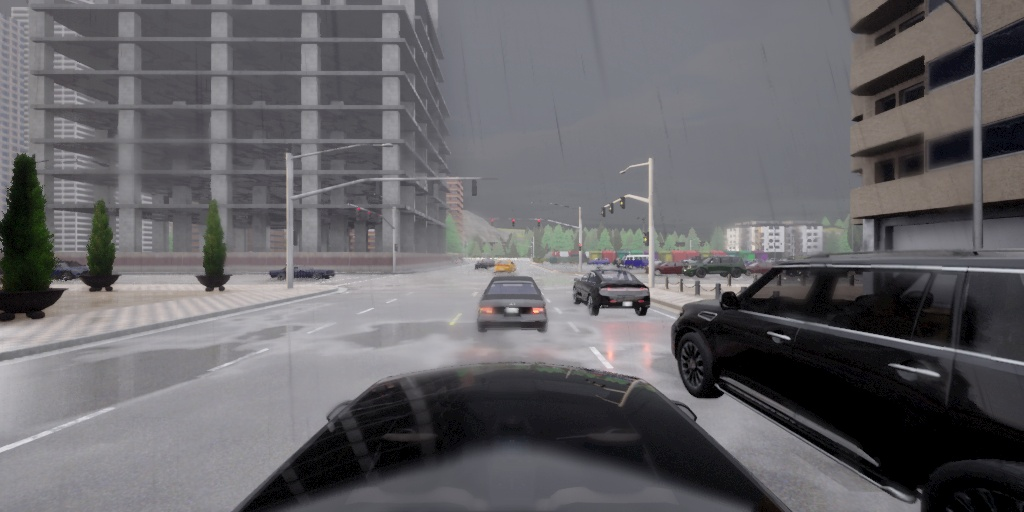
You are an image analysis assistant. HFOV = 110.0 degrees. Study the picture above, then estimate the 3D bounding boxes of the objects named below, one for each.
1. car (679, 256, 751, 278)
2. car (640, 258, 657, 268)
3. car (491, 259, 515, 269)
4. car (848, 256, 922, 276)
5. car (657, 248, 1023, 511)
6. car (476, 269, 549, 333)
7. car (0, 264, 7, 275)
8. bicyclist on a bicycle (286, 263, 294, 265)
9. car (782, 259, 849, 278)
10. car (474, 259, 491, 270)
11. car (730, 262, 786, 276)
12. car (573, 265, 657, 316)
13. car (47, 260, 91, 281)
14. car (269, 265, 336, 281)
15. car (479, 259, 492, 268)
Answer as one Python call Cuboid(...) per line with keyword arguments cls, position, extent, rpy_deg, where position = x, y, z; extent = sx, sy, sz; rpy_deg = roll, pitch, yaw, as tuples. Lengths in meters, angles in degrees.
Cuboid(cls="car", position=(19.211, 1.027, 34.118), extent=(5.566, 2.045, 2.150), rpy_deg=(0, 0, 0))
Cuboid(cls="car", position=(16.492, 1.283, 37.594), extent=(5.008, 1.535, 1.882), rpy_deg=(0, 0, 0))
Cuboid(cls="car", position=(-0.794, 1.239, 42.706), extent=(1.882, 1.535, 5.008), rpy_deg=(1, 1, 9))
Cuboid(cls="car", position=(39.222, 1.028, 37.784), extent=(5.566, 2.045, 2.150), rpy_deg=(0, 0, -1))
Cuboid(cls="car", position=(3.598, 0.971, 3.334), extent=(2.150, 2.045, 5.566), rpy_deg=(0, 0, 0))
Cuboid(cls="car", position=(0.015, 1.297, 10.741), extent=(2.033, 1.411, 5.357), rpy_deg=(0, 0, 0))
Cuboid(cls="car", position=(-50.854, 1.283, 33.460), extent=(5.008, 1.535, 1.882), rpy_deg=(0, 0, 0))
Cuboid(cls="bicyclist on a bicycle", position=(-25.993, 1.106, 42.007), extent=(0.582, 1.620, 1.656), rpy_deg=(0, 0, 0))
Cuboid(cls="car", position=(28.853, 1.157, 34.199), extent=(4.553, 1.767, 2.097), rpy_deg=(0, 0, 0))
Cuboid(cls="car", position=(-4.457, 1.351, 52.911), extent=(1.895, 1.301, 4.718), rpy_deg=(0, 0, -1))
Cuboid(cls="car", position=(25.802, 1.331, 37.665), extent=(4.674, 1.442, 1.812), rpy_deg=(0, 0, 0))
Cuboid(cls="car", position=(3.489, 1.242, 13.325), extent=(2.128, 1.511, 4.902), rpy_deg=(0, 0, -1))
Cuboid(cls="car", position=(-37.327, 1.158, 29.931), extent=(4.553, 1.767, 2.097), rpy_deg=(0, 0, 0))
Cuboid(cls="car", position=(-17.480, 1.406, 30.098), extent=(4.718, 1.301, 1.895), rpy_deg=(0, 0, 0))
Cuboid(cls="car", position=(-4.561, 1.228, 63.078), extent=(1.882, 1.535, 5.008), rpy_deg=(0, 0, 0))
